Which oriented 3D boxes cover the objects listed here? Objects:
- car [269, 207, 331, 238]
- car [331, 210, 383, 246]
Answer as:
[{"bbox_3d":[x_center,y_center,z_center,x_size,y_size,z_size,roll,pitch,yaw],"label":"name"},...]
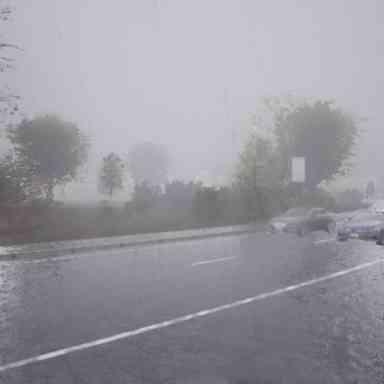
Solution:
[{"bbox_3d":[6.134,1.566,18.251,4.902,1.511,2.128,0,0,-42],"label":"car"},{"bbox_3d":[8.664,1.596,15.808,4.674,1.442,1.812,0,0,-42],"label":"car"}]
